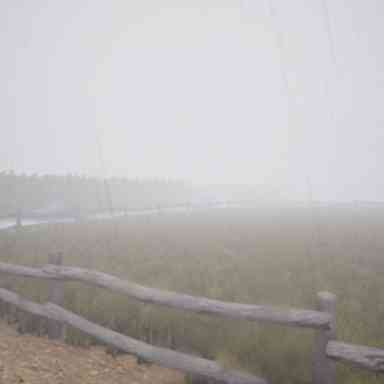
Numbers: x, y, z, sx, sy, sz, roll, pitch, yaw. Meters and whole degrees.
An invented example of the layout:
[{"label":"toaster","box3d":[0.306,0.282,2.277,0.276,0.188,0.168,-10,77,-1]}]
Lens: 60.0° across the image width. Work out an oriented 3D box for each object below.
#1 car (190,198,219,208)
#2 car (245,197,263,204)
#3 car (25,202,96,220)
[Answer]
[{"label":"car","box3d":[1.654,1.472,42.662,2.128,1.511,4.902,0,0,36]},{"label":"car","box3d":[8.854,1.474,47.331,2.128,1.511,4.902,0,0,36]},{"label":"car","box3d":[-10.144,1.527,26.129,2.033,1.411,5.357,0,0,35]}]
